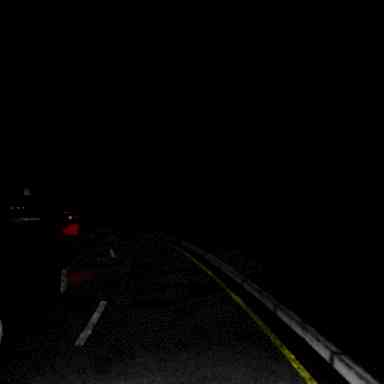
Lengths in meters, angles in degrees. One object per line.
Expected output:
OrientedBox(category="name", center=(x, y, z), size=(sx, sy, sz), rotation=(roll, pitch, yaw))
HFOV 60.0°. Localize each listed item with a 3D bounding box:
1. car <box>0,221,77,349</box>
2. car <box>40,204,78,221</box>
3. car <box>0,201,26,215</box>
OrientedBox(category="car", center=(-3.738, 1.561, 6.039), size=(1.882, 1.535, 5.008), rotation=(1, -1, -4))
OrientedBox(category="car", center=(-11.561, 1.825, 28.812), size=(1.837, 1.490, 4.892), rotation=(1, -1, -44))
OrientedBox(category="car", center=(-20.438, 1.702, 36.516), size=(5.357, 1.411, 2.033), rotation=(1, 0, 34))
